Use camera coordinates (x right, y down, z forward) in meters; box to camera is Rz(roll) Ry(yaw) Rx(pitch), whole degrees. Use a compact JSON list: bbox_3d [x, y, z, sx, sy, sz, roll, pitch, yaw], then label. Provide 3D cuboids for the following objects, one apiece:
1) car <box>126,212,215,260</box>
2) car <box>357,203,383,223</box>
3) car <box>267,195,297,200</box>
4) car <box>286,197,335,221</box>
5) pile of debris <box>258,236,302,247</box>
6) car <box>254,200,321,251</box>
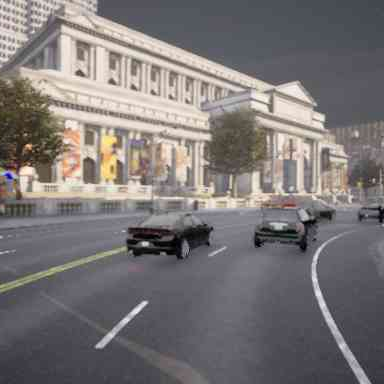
[{"bbox_3d":[-0.595,1.488,12.734,1.882,1.535,5.008,0,0,21],"label":"car"},{"bbox_3d":[15.697,1.711,28.163,4.902,1.511,2.128,1,0,-43],"label":"car"},{"bbox_3d":[9.914,1.408,37.294,5.566,2.045,2.150,1,0,-43],"label":"car"},{"bbox_3d":[10.114,1.507,27.640,2.097,1.767,4.553,1,0,45],"label":"car"},{"bbox_3d":[4.009,2.242,15.052,1.500,0.140,1.860,1,0,28],"label":"pile of debris"},{"bbox_3d":[4.304,1.418,14.848,2.097,1.767,4.553,1,0,26],"label":"car"}]
